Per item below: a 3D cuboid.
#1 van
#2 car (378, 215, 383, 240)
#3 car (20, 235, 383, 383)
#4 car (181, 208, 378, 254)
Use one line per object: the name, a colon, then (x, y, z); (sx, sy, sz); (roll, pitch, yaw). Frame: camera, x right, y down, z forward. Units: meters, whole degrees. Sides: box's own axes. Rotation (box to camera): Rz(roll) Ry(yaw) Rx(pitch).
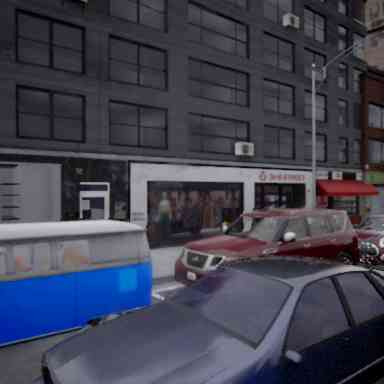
van: (-2.508, 1.344, 4.758); (3.998, 1.788, 1.690); (0, -1, -36)
car: (6.584, 1.500, 11.248); (4.097, 1.590, 1.967); (0, -1, -36)
car: (1.091, 1.563, 4.036); (5.357, 1.411, 2.033); (0, 0, -36)
car: (2.038, 1.347, 8.004); (5.009, 1.841, 2.192); (0, -1, -36)
